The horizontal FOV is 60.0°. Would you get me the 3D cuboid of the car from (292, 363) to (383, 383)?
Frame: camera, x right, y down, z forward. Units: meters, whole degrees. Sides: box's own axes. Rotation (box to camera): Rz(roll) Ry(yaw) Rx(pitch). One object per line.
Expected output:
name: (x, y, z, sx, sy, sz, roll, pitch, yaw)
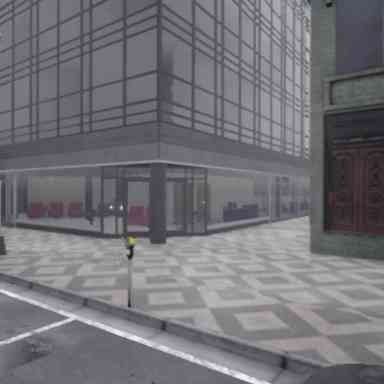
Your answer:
car: (2.392, 1.551, 1.255, 4.403, 1.369, 2.008, 0, 0, 35)
